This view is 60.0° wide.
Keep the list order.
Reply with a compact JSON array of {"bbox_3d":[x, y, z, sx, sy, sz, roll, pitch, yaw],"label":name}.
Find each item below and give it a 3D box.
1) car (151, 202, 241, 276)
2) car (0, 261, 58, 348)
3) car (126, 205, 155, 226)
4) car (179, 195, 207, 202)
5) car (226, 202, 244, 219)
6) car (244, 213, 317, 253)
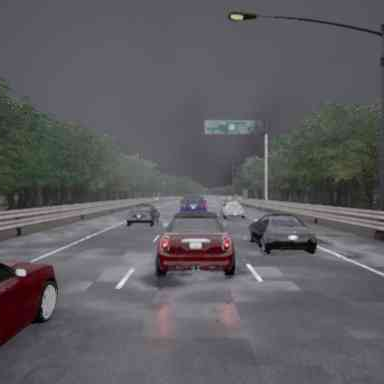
[{"bbox_3d":[0.101,1.378,10.545,2.097,1.767,4.553,0,0,0],"label":"car"},{"bbox_3d":[-3.409,1.488,4.154,1.882,1.535,5.008,0,0,0],"label":"car"},{"bbox_3d":[-3.394,1.612,23.753,2.033,1.411,5.357,0,0,0],"label":"car"},{"bbox_3d":[0.108,1.300,28.266,2.150,2.045,5.566,0,0,0],"label":"car"},{"bbox_3d":[3.608,1.610,30.076,1.812,1.442,4.674,0,0,0],"label":"car"},{"bbox_3d":[3.603,1.599,13.866,1.994,1.385,4.181,0,0,0],"label":"car"}]
